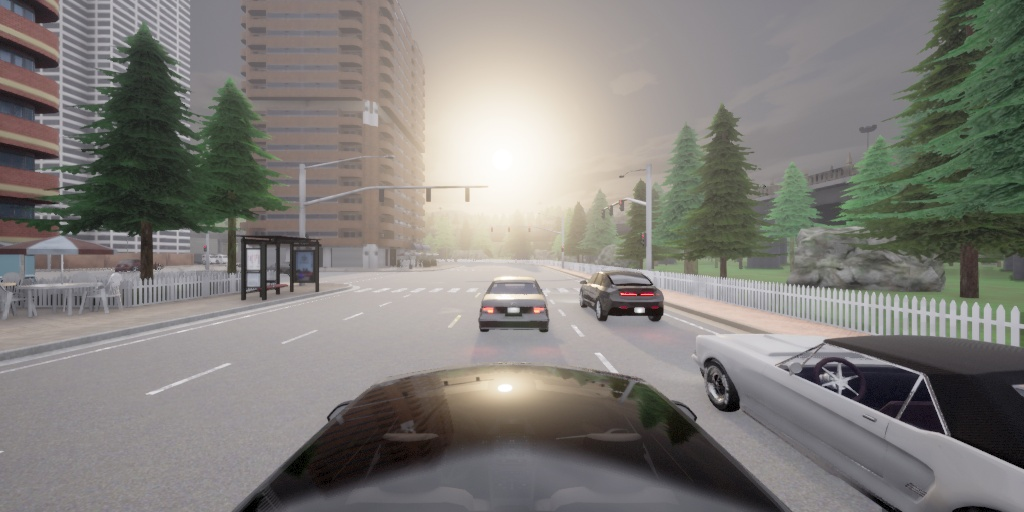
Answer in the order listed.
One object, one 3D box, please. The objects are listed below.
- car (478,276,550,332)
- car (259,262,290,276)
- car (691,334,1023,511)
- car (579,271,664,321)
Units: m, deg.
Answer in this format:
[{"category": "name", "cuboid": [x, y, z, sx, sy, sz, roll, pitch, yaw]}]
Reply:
[{"category": "car", "cuboid": [0.081, 1.297, 10.787, 2.033, 1.411, 5.357, 0, 0, 1]}, {"category": "car", "cuboid": [-24.210, 1.331, 37.772, 4.674, 1.442, 1.812, 0, 0, 0]}, {"category": "car", "cuboid": [3.514, 1.351, 3.113, 1.895, 1.301, 4.718, 0, 0, 1]}, {"category": "car", "cuboid": [3.568, 1.255, 12.375, 1.837, 1.490, 4.892, 0, 0, 1]}]
